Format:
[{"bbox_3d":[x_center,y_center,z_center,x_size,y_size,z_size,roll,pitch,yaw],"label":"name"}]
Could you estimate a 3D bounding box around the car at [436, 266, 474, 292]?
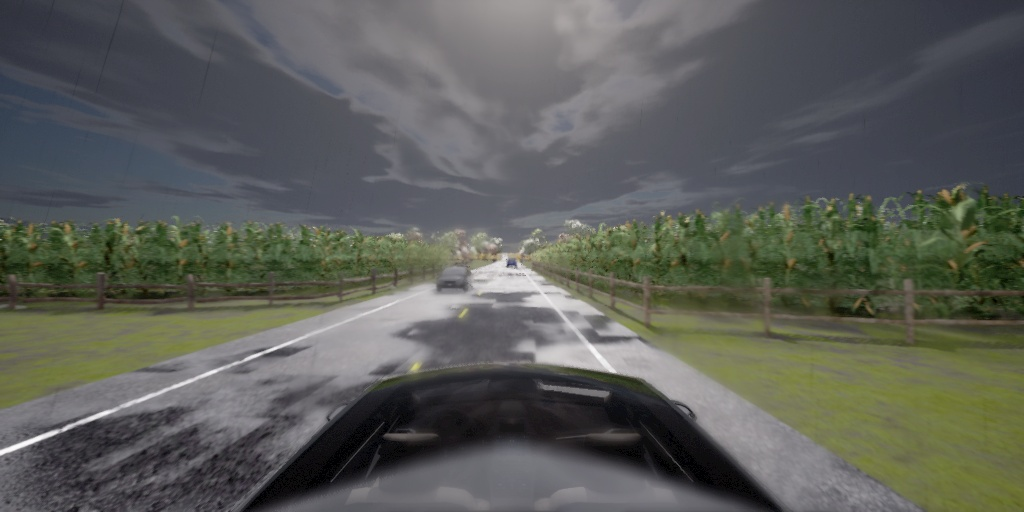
[{"bbox_3d":[-3.519,1.395,22.717,1.837,1.490,4.892,0,-1,0],"label":"car"}]
